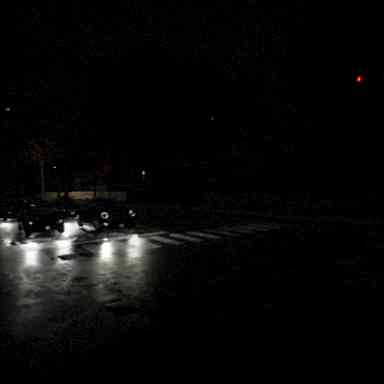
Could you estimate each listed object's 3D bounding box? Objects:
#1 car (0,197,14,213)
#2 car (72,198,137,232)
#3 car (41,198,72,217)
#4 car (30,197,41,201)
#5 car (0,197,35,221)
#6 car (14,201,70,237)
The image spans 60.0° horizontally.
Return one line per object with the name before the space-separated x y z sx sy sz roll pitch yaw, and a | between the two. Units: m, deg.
car | -21.439 1.401 37.090 2.128 1.511 4.902 -3 1 -34
car | -5.017 1.184 19.244 2.097 1.767 4.553 -3 2 -36
car | -10.231 1.306 26.639 2.128 1.511 4.902 -3 2 -35
car | -17.470 1.300 37.058 1.837 1.490 4.892 -3 1 -35
car | -14.335 1.433 26.847 1.837 1.490 4.892 -3 2 -35
car | -8.381 1.475 18.313 1.812 1.442 4.674 -2 2 -33
